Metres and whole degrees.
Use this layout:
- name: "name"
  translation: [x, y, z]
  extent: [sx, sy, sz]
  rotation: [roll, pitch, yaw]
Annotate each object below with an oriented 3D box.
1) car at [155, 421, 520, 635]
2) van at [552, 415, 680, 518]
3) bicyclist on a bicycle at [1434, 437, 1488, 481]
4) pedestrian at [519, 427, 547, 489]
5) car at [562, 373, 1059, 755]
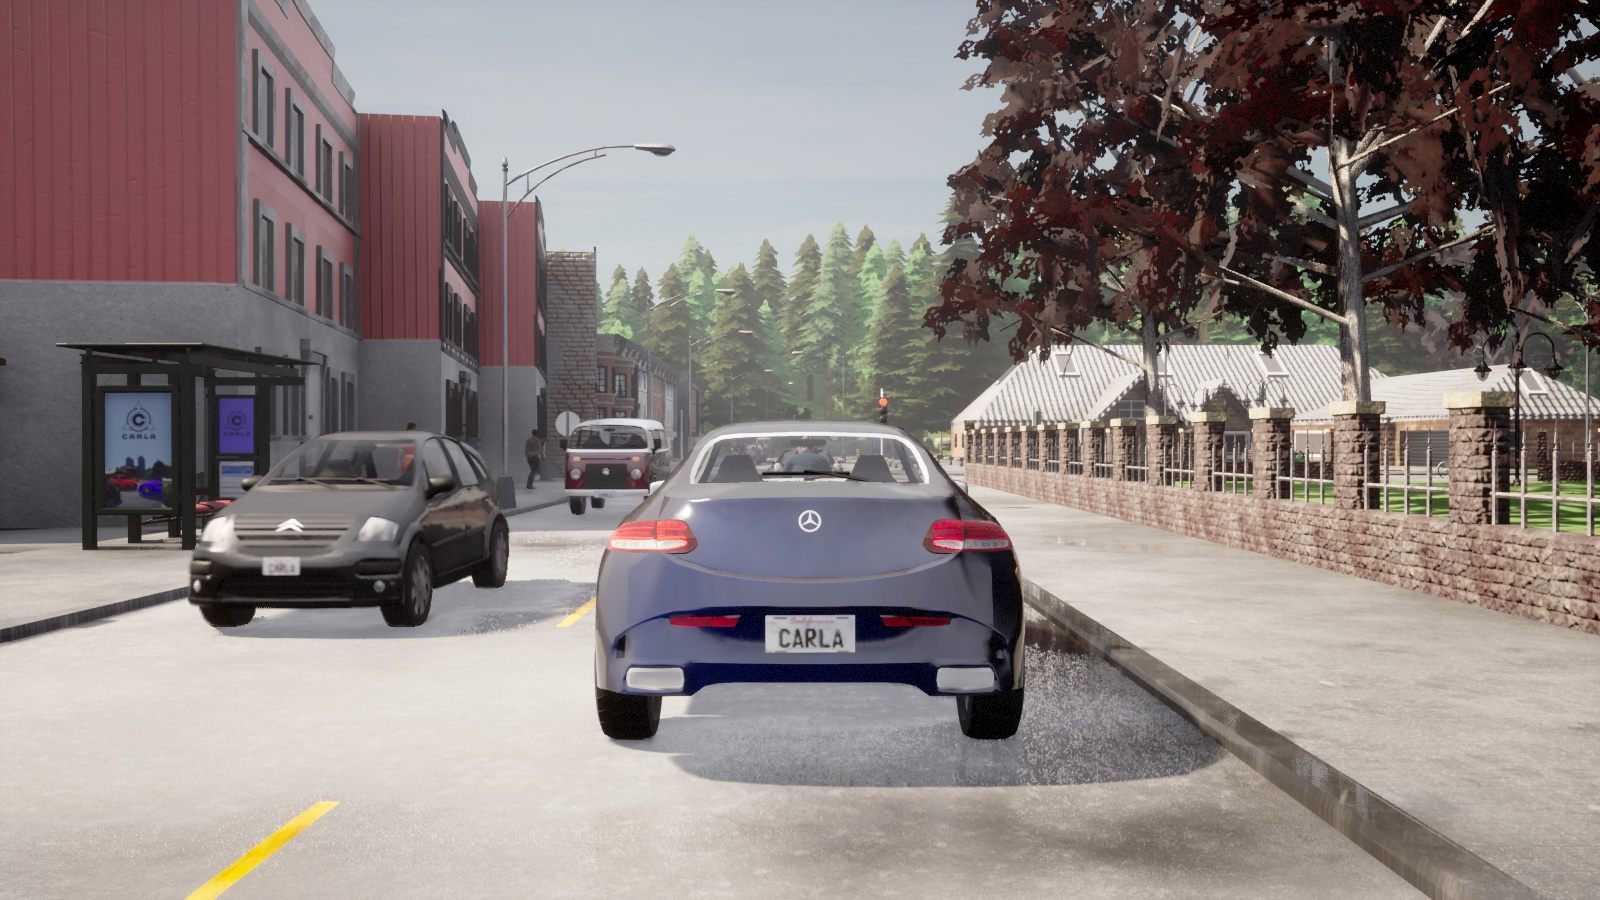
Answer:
- name: "car"
  translation: [-3.931, 0.577, 11.459]
  extent: [1.851, 1.617, 3.988]
  rotation: [0, 0, 0]
- name: "van"
  translation: [-3.857, 0.314, 27.071]
  extent: [2.069, 2.038, 4.480]
  rotation: [0, 0, 0]
- name: "bicyclist on a bicycle"
  translation: [26.735, 0.352, 50.825]
  extent: [1.843, 1.776, 0.659]
  rotation: [0, 0, -1]
- name: "pedestrian"
  translation: [-7.952, 0.235, 37.438]
  extent: [0.328, 1.805, 0.869]
  rotation: [0, 0, 27]
- name: "car"
  translation: [0.053, 0.480, 7.945]
  extent: [2.152, 1.651, 5.027]
  rotation: [0, 0, 0]
